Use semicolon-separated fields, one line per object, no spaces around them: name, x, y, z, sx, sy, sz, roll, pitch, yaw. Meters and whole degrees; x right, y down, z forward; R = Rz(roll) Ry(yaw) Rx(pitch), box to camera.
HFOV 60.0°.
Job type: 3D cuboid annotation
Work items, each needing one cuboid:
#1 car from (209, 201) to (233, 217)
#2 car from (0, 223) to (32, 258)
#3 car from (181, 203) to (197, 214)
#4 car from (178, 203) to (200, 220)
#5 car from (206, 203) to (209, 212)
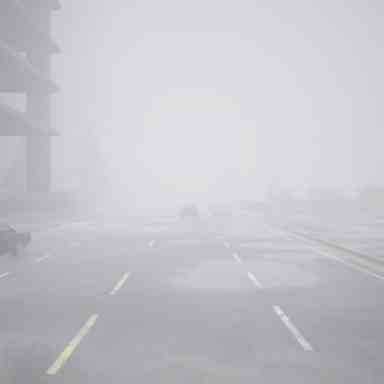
car;3.182;1.949;35.819;1.994;1.385;4.181;0;-1;0
car;-7.196;1.724;10.829;1.895;1.301;4.718;0;-1;0
car;-0.379;2.066;42.955;1.895;1.301;4.718;0;-1;-1
car;-0.251;1.852;32.020;1.837;1.490;4.892;0;-1;-1
car;3.045;1.971;45.831;1.882;1.535;5.008;0;-1;0
